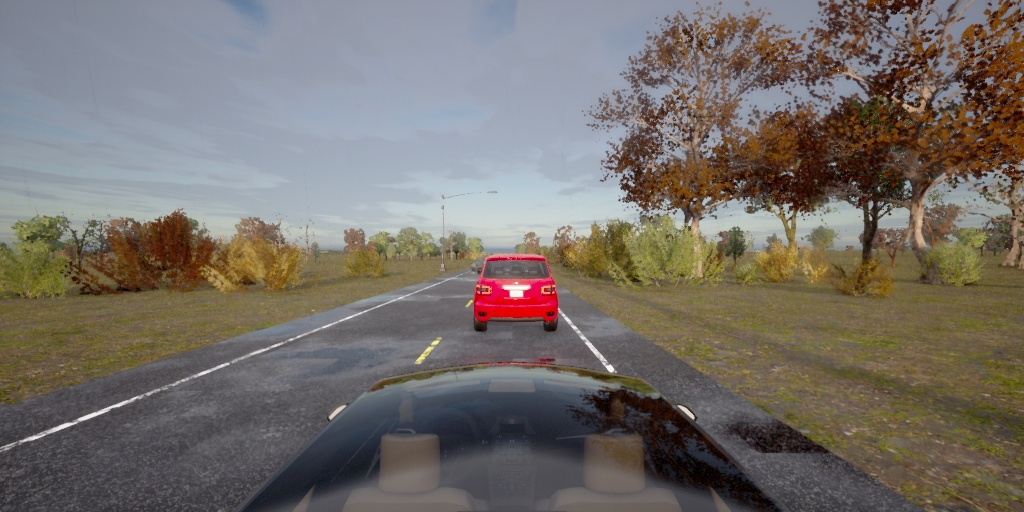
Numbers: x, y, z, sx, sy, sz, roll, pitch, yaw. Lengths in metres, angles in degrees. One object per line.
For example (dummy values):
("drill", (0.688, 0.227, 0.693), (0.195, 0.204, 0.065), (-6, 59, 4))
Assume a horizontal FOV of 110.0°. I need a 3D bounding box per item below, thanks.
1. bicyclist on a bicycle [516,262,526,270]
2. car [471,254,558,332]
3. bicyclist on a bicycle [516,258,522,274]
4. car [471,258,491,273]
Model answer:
("bicyclist on a bicycle", (0.861, 1.110, 30.199), (0.659, 1.776, 1.843), (0, 0, 0))
("car", (0.078, 0.968, 11.020), (2.150, 2.045, 5.566), (0, 0, -1))
("bicyclist on a bicycle", (0.786, 1.107, 40.212), (0.659, 1.776, 1.843), (0, 0, 0))
("car", (-3.817, 1.088, 44.330), (2.097, 1.767, 4.553), (0, 0, -1))
